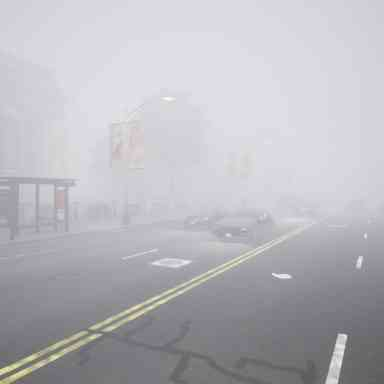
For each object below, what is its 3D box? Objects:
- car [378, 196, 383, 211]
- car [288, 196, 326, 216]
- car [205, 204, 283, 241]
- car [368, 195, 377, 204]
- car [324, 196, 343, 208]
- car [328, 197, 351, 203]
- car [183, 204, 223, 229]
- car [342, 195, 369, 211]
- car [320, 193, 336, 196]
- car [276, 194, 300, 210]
[{"bbox_3d":[23.561,1.525,39.678,1.812,1.442,4.674,0,0,30],"label":"car"},{"bbox_3d":[11.267,1.491,32.355,2.128,1.511,4.902,0,0,29],"label":"car"},{"bbox_3d":[2.911,1.547,17.265,2.033,1.411,5.357,0,0,29],"label":"car"},{"bbox_3d":[30.548,1.600,59.387,4.718,1.301,1.895,0,0,-39],"label":"car"},{"bbox_3d":[19.588,1.600,46.939,1.895,1.301,4.718,0,0,32],"label":"car"},{"bbox_3d":[29.763,1.594,67.156,4.718,1.301,1.895,0,0,-31],"label":"car"},{"bbox_3d":[1.169,1.525,21.348,1.812,1.442,4.674,0,0,29],"label":"car"},{"bbox_3d":[19.847,1.491,40.216,2.128,1.511,4.902,0,0,30],"label":"car"},{"bbox_3d":[23.076,1.224,57.072,2.150,2.045,5.566,0,-1,44],"label":"car"},{"bbox_3d":[11.956,1.221,40.796,2.150,2.045,5.566,0,0,29],"label":"car"}]
